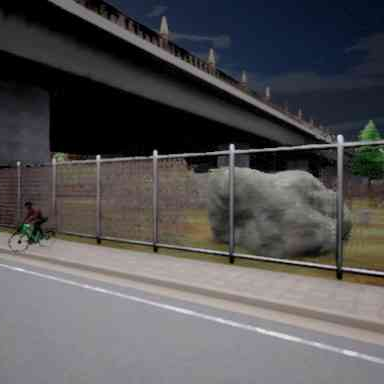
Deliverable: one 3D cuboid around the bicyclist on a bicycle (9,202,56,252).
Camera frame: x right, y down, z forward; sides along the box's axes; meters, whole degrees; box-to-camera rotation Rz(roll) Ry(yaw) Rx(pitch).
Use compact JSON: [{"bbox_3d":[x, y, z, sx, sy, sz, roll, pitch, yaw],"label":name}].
[{"bbox_3d":[-5.317,1.152,11.178,0.582,1.620,1.656,1,1,34],"label":"bicyclist on a bicycle"}]
